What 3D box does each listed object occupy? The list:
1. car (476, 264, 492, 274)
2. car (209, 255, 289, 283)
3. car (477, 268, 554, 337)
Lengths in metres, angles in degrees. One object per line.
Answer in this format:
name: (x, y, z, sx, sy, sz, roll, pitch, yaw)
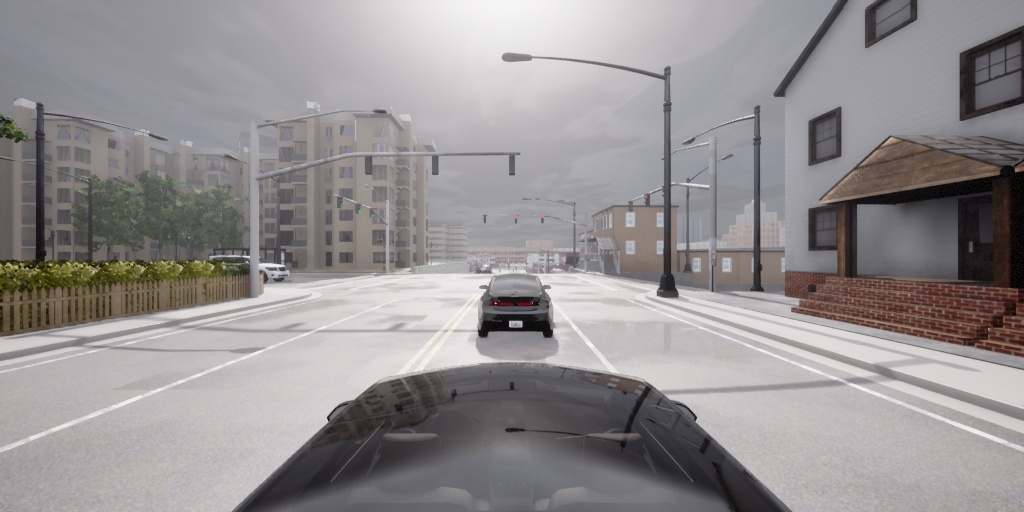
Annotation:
car: (-3.600, 1.755, 47.134, 2.128, 1.511, 4.902, 0, -5, 0)
car: (-19.946, 0.971, 27.017, 5.566, 2.045, 2.150, 0, 0, 1)
car: (0.095, 1.255, 10.319, 1.837, 1.490, 4.892, 0, 0, 0)
